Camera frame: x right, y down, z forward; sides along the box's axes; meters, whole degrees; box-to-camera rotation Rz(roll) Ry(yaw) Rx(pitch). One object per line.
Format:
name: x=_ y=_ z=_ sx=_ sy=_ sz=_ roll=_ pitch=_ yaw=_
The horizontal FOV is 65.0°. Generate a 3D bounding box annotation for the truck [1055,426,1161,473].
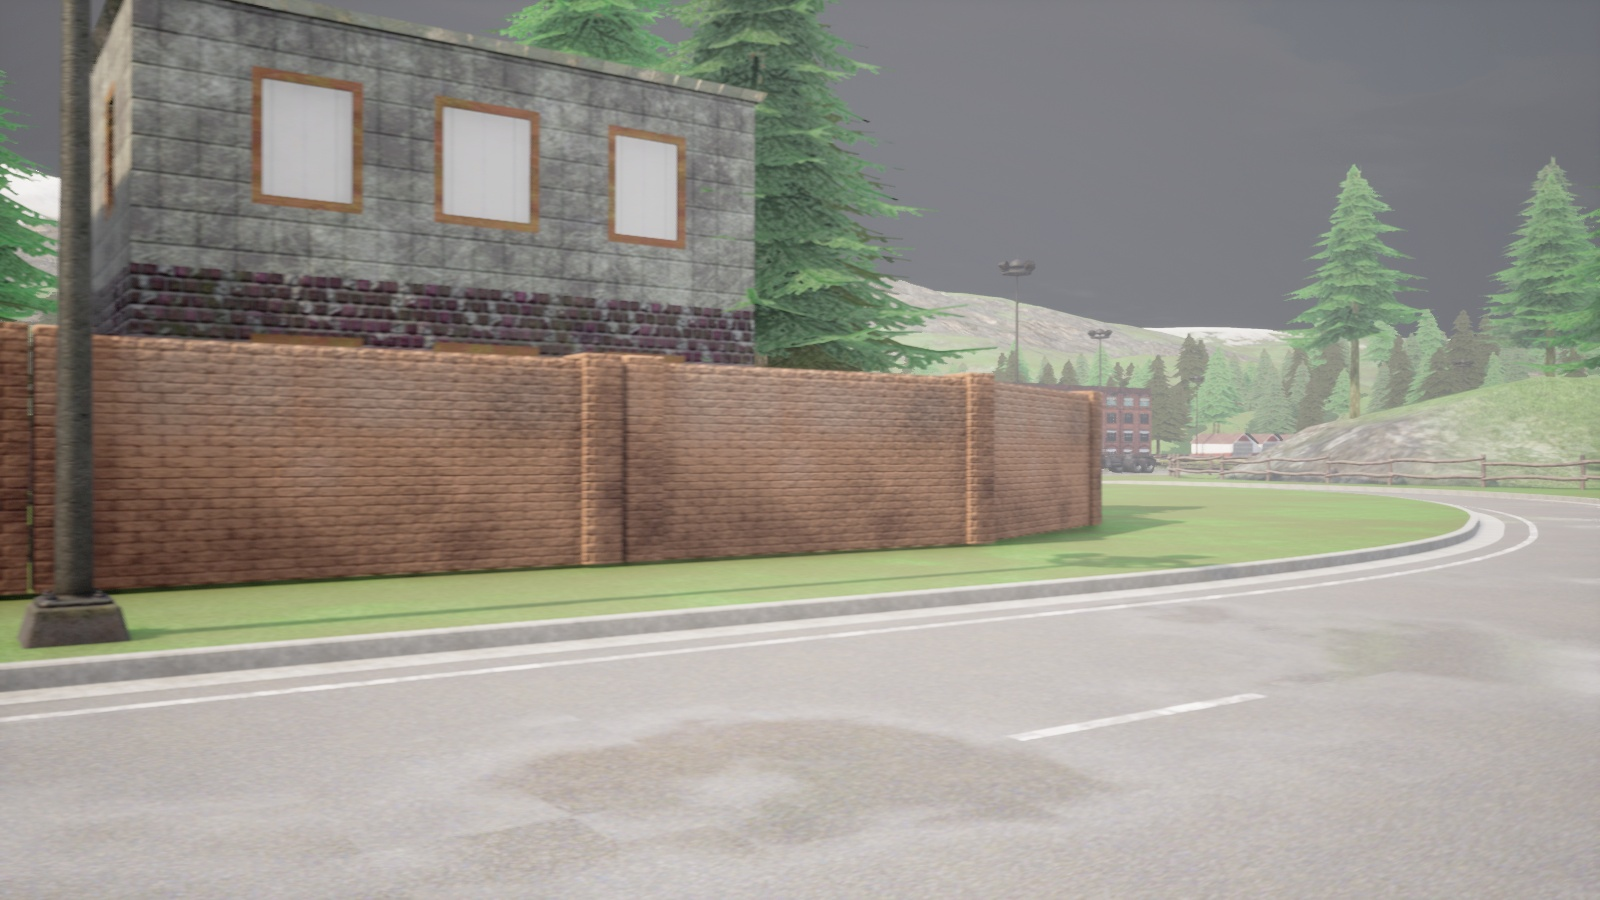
truck: x=23.644 y=-0.051 z=96.287 sx=7.936 sy=3.462 sz=2.891 roll=0 pitch=0 yaw=-27
